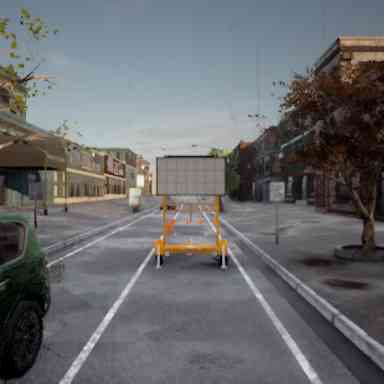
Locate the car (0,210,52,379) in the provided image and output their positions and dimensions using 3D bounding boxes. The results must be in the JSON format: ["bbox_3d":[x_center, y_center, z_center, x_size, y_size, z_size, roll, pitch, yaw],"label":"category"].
[{"bbox_3d":[-3.105,1.237,2.632,2.150,2.045,5.566,0,0,0],"label":"car"}]

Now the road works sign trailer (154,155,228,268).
[{"bbox_3d":[-0.033,0.530,11.511,2.380,3.560,2.880,0,0,0],"label":"road works sign trailer"}]

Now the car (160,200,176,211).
[{"bbox_3d":[-3.231,1.805,45.035,1.994,1.385,4.181,0,0,0],"label":"car"}]
